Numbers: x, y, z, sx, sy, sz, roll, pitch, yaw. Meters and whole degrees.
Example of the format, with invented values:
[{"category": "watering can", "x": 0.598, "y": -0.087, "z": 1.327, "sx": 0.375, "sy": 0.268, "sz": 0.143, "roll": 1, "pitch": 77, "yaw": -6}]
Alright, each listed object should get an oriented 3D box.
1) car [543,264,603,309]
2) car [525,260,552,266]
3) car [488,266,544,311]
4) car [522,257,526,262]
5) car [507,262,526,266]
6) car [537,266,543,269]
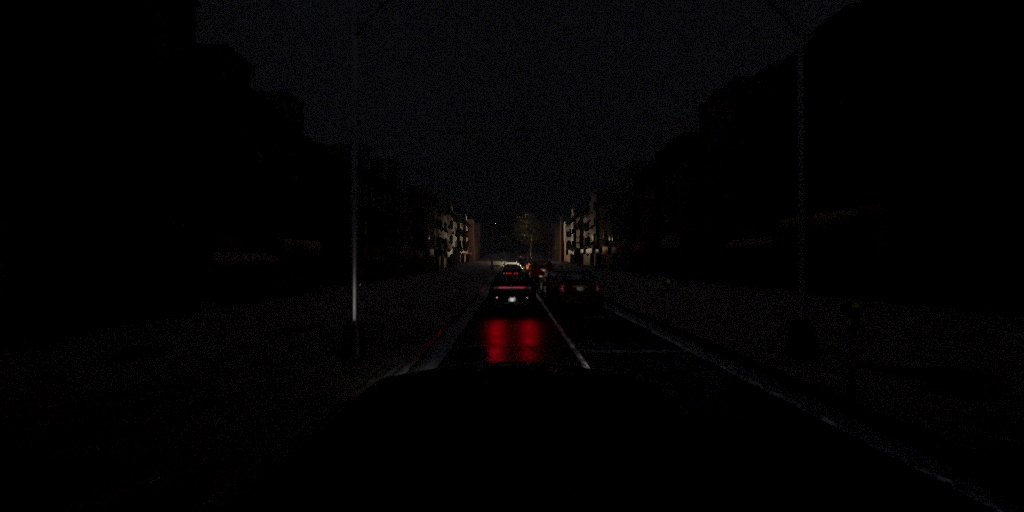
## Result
[{"category": "car", "x": 2.643, "y": 1.331, "z": 15.786, "sx": 1.967, "sy": 1.591, "sz": 4.097, "roll": 0, "pitch": 0, "yaw": 0}, {"category": "car", "x": 2.651, "y": 1.319, "z": 32.461, "sx": 2.192, "sy": 1.841, "sz": 5.009, "roll": 0, "pitch": 0, "yaw": 0}, {"category": "car", "x": 0.029, "y": 1.380, "z": 15.347, "sx": 2.128, "sy": 1.511, "sz": 4.902, "roll": 0, "pitch": 0, "yaw": 1}, {"category": "car", "x": 3.010, "y": 1.371, "z": 53.733, "sx": 2.097, "sy": 1.767, "sz": 4.553, "roll": 0, "pitch": 0, "yaw": 0}, {"category": "car", "x": 0.036, "y": 1.502, "z": 30.331, "sx": 1.837, "sy": 1.490, "sz": 4.892, "roll": 0, "pitch": 0, "yaw": 1}, {"category": "car", "x": 2.646, "y": 1.489, "z": 21.344, "sx": 2.007, "sy": 1.370, "sz": 4.403, "roll": 0, "pitch": 0, "yaw": 0}]
